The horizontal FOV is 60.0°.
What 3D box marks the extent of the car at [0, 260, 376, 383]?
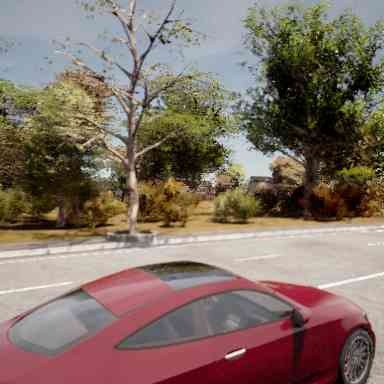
[{"bbox_3d":[0.097,1.523,3.639,4.674,1.442,1.812,0,0,-34],"label":"car"}]
